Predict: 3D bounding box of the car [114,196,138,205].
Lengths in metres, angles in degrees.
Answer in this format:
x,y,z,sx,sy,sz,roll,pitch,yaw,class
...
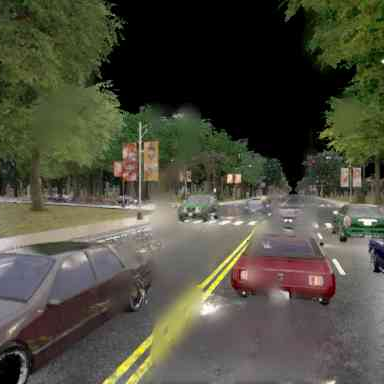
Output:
x,y,z,sx,sy,sz,roll,pitch,yaw,class
-10.847,1.361,54.682,4.902,1.511,2.128,0,0,41,car

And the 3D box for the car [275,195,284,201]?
x,y,z,sx,sy,sz,roll,pitch,yaw,class
21.707,1.489,82.276,1.882,1.535,5.008,0,0,17,car

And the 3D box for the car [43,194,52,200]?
x,y,z,sx,sy,sz,roll,pitch,yaw,class
-31.653,1.259,76.620,4.674,1.442,1.812,0,0,40,car

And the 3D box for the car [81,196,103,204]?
x,y,z,sx,sy,sz,roll,pitch,yaw,class
-18.268,1.423,60.973,4.718,1.301,1.895,0,0,41,car

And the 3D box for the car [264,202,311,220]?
x,y,z,sx,sy,sz,roll,pitch,yaw,class
4.964,1.505,17.073,1.837,1.490,4.892,0,0,17,car

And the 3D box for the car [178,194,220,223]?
x,y,z,sx,sy,sz,roll,pitch,yaw,class
0.688,1.221,26.017,2.150,2.045,5.566,0,0,17,car

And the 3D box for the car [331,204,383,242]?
x,y,z,sx,sy,sz,roll,pitch,yaw,class
8.098,1.352,16.198,2.097,1.767,4.553,0,0,17,car

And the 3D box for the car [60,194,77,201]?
x,y,z,sx,sy,sz,roll,pitch,yaw,class
-29.273,1.260,78.865,4.674,1.442,1.812,0,0,40,car

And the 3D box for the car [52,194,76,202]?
x,y,z,sx,sy,sz,roll,pitch,yaw,class
-26.003,1.300,67.583,4.674,1.442,1.812,0,0,40,car

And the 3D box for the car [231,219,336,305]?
x,y,z,sx,sy,sz,roll,pitch,yaw,class
2.270,1.601,8.215,1.895,1.301,4.718,0,0,17,car

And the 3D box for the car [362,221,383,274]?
x,y,z,sx,sy,sz,roll,pitch,yaw,class
5.477,1.601,7.599,1.895,1.301,4.718,0,0,17,car

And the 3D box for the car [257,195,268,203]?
x,y,z,sx,sy,sz,roll,pitch,yaw,class
15.442,1.487,73.059,1.882,1.535,5.008,0,0,17,car

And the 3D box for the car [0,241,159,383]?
x,y,z,sx,sy,sz,roll,pitch,yaw,class
-2.251,1.547,5.217,2.033,1.411,5.357,0,0,17,car

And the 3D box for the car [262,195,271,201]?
x,y,z,sx,sy,sz,roll,pitch,yaw,class
18.487,1.535,82.863,1.812,1.442,4.674,0,0,17,car

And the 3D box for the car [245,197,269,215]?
x,y,z,sx,sy,sz,roll,pitch,yaw,class
6.549,1.529,34.004,1.812,1.442,4.674,0,0,17,car

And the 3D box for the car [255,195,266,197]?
x,y,z,sx,sy,sz,roll,pitch,yaw,class
12.473,1.554,63.623,2.033,1.411,5.357,0,0,18,car

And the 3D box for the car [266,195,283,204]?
x,y,z,sx,sy,sz,roll,pitch,yaw,class
15.546,1.554,62.574,2.033,1.411,5.357,0,0,18,car

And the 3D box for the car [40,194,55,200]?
x,y,z,sx,sy,sz,roll,pitch,yaw,class
-37.146,1.253,85.526,4.181,1.385,1.994,0,0,40,car

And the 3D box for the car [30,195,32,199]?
x,y,z,sx,sy,sz,roll,pitch,yaw,class
-39.247,1.254,83.046,4.181,1.385,1.994,0,0,40,car
